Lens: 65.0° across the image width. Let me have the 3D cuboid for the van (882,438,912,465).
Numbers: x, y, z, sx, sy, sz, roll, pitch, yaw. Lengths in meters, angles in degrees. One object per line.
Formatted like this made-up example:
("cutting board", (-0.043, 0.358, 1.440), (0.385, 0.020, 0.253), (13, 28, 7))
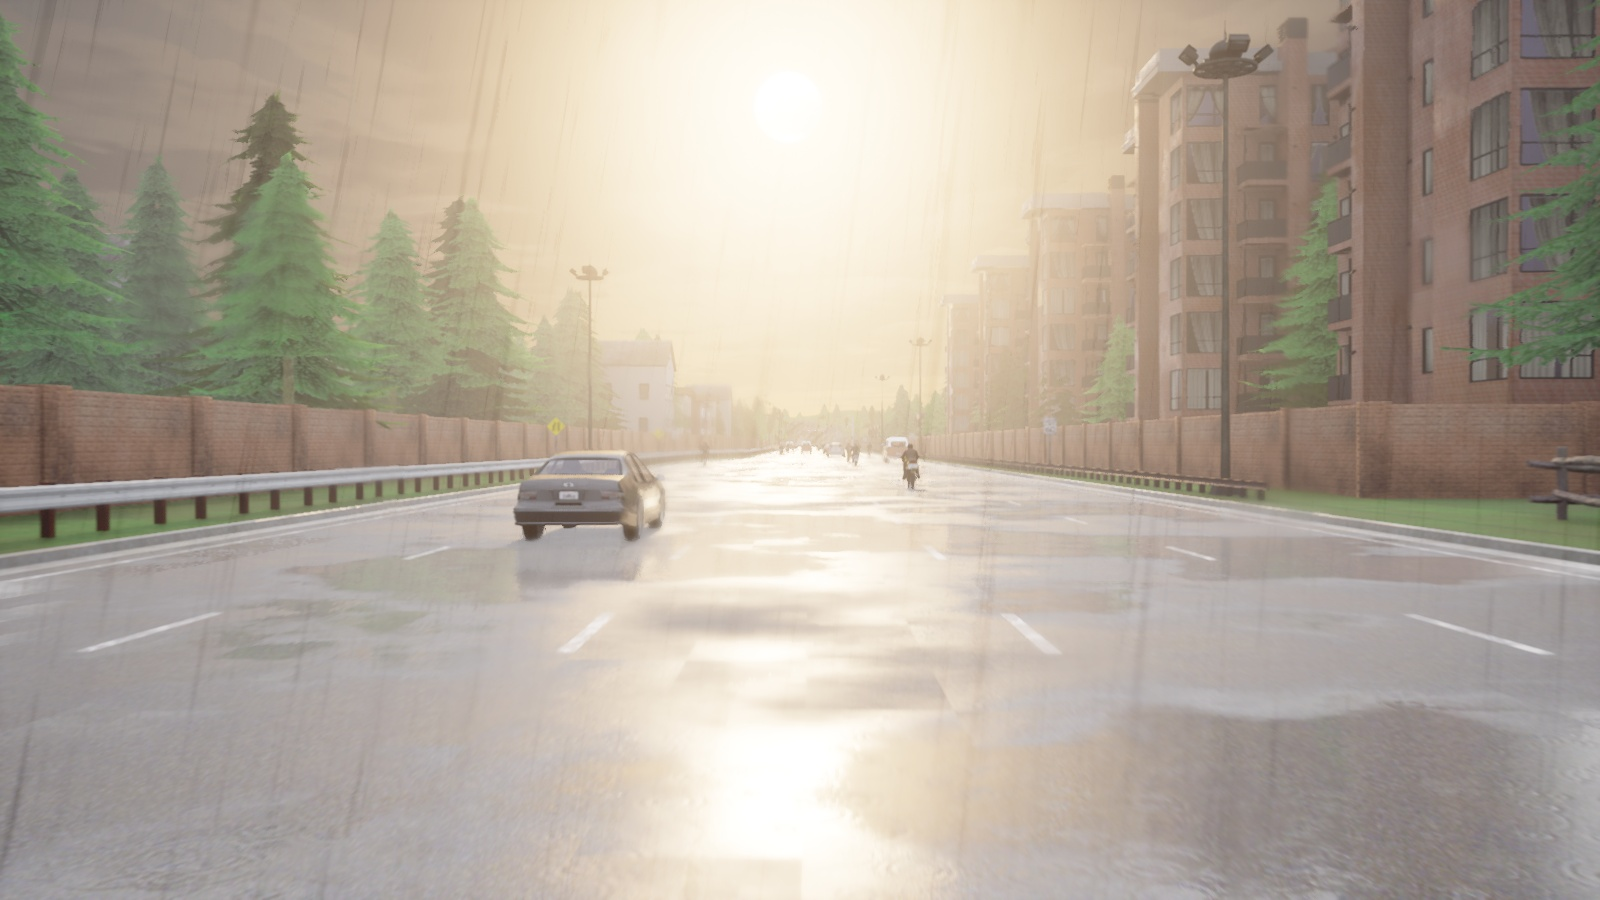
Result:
("van", (7.512, 0.082, 97.658), (2.069, 2.038, 4.480), (0, 0, 0))

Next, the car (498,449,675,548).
("car", (-3.378, 0.707, 20.975), (2.033, 1.411, 5.357), (0, 0, 0))

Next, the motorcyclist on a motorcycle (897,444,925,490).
("motorcyclist on a motorcycle", (3.731, 0.561, 42.387), (0.797, 1.523, 2.044), (0, 0, 0))
